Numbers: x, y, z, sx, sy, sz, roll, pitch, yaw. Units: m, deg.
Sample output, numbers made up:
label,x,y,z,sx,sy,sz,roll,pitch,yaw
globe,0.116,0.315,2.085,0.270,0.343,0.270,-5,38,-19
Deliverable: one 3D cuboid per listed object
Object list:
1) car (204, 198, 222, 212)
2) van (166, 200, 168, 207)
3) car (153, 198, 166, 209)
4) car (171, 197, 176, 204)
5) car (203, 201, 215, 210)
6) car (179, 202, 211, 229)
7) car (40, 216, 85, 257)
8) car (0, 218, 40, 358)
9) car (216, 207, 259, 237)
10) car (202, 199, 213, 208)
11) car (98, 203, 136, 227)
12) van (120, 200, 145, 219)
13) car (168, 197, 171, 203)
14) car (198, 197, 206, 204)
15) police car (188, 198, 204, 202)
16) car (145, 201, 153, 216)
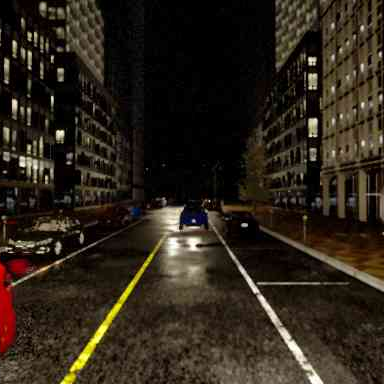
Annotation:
label,x,y,z,sx,sy,sz,roll,pitch,yaw
car,2.708,1.826,41.905,1.967,1.590,4.097,0,-1,0
van,-5.667,1.877,59.000,1.690,1.788,3.998,0,-1,0
car,-5.669,1.927,53.306,1.967,1.590,4.097,0,-1,0
car,-5.658,2.307,87.287,1.752,1.417,4.829,0,0,0
car,2.711,2.069,53.288,1.802,1.307,4.206,0,-1,0
car,0.107,1.695,23.309,1.882,1.535,5.008,0,-1,0
car,-5.683,1.677,13.462,2.008,1.369,4.403,0,-1,0
car,-3.099,1.237,1.562,2.150,2.045,5.566,0,-1,0
car,2.699,1.746,19.138,1.947,1.339,4.313,0,-1,0
car,2.713,2.063,59.150,1.752,1.417,4.829,0,-1,0
car,-5.679,1.776,24.846,1.887,1.381,4.507,0,-1,0
van,-5.677,1.625,30.540,1.690,1.788,3.998,0,-1,0
car,-5.666,2.152,64.690,1.947,1.339,4.313,0,-1,0
car,2.723,2.224,87.439,1.967,1.590,4.097,0,0,0
police car,0.115,1.807,41.517,1.930,1.638,5.238,0,-1,0
car,-5.676,1.917,36.230,1.802,1.307,4.206,0,-1,0
